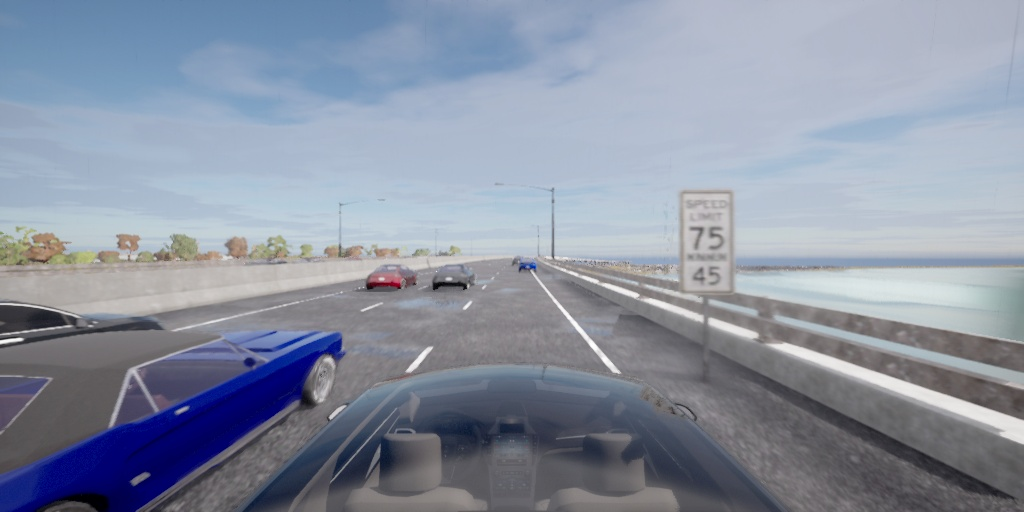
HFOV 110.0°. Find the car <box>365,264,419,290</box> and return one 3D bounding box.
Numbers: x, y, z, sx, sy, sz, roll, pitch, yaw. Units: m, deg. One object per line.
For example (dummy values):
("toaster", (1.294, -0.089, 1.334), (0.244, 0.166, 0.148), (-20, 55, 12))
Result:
("car", (-6.773, 1.147, 20.697), (1.994, 1.385, 4.181), (0, 0, 1))

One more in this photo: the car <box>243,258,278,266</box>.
("car", (-24.226, 0.952, 35.482), (2.128, 1.511, 4.902), (0, 0, 1))

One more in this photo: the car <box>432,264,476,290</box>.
("car", (-3.272, 1.148, 20.753), (1.994, 1.385, 4.181), (0, 0, 1))

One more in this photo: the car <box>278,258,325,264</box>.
("car", (-20.712, 0.947, 36.219), (2.128, 1.511, 4.902), (0, 0, 1))

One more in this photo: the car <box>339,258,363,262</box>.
("car", (-17.166, 0.918, 38.278), (1.882, 1.535, 5.008), (0, 0, 1))

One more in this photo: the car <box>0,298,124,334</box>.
("car", (-6.888, 1.229, 4.254), (1.837, 1.490, 4.892), (0, 1, 0))

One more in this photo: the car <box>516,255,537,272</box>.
("car", (1.644, 0.920, 38.521), (1.882, 1.535, 5.008), (0, 0, 1))

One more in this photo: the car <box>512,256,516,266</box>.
("car", (0.944, 0.790, 57.541), (2.128, 1.511, 4.902), (0, 1, 2))

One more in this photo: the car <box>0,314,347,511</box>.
("car", (-3.393, 1.336, 3.236), (1.895, 1.301, 4.718), (0, 1, 0))
